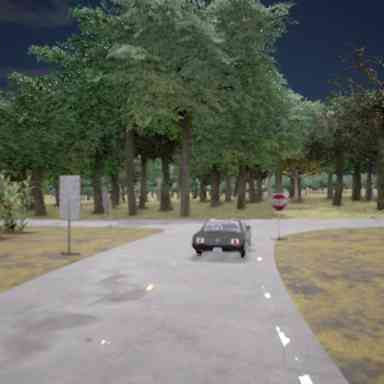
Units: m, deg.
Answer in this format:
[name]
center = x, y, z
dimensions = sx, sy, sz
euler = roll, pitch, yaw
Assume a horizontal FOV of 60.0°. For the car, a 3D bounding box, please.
[car]
center = 1.401, 1.731, 13.595
dimensions = 1.895, 1.301, 4.718
euler = 0, 0, 13
